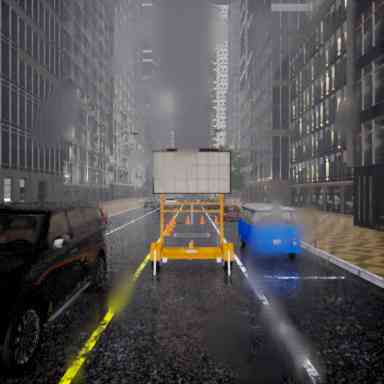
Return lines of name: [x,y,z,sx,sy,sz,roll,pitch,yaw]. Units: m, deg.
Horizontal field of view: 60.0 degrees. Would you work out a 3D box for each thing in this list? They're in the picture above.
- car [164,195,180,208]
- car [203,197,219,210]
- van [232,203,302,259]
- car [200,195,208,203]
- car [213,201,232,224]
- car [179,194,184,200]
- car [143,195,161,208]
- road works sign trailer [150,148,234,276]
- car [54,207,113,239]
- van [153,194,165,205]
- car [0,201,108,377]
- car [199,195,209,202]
car: [-3.106,1.511,47.740,1.812,1.442,4.674,0,0,0]
car: [2.683,1.572,40.744,1.802,1.307,4.206,0,0,0]
van: [2.688,1.338,12.282,1.690,1.788,3.998,0,0,0]
car: [2.682,1.533,52.129,2.008,1.369,4.403,0,0,0]
car: [2.686,1.576,23.666,1.802,1.307,4.206,0,0,0]
car: [-3.016,1.366,90.298,1.882,1.535,5.008,0,0,0]
car: [-5.698,1.538,46.438,2.008,1.369,4.403,0,0,0]
road works sign trailer: [-0.002,0.462,10.300,2.380,3.560,2.880,0,0,0]
car: [-5.694,1.578,17.975,1.802,1.307,4.206,0,0,0]
van: [-5.700,1.316,57.823,1.690,1.788,3.998,0,0,0]
car: [-3.102,1.220,5.905,2.150,2.045,5.566,0,0,0]
car: [2.678,1.385,74.898,1.967,1.590,4.097,0,0,0]
